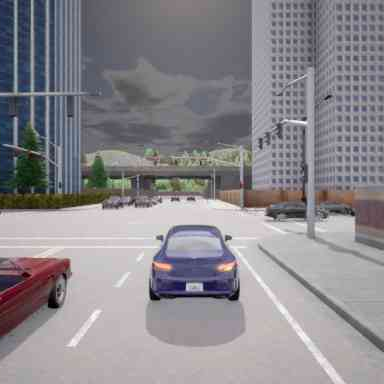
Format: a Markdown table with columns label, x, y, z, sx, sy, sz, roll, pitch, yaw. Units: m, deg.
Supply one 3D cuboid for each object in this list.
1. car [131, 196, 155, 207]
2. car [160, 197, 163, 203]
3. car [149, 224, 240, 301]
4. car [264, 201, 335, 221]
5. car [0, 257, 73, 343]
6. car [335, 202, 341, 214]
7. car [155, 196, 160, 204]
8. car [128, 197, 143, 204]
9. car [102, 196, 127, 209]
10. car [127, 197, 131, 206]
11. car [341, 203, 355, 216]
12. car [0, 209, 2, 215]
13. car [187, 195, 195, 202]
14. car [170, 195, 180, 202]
| label | x | y | z | sx | sy | sz | roll | pitch | yaw |
| --- | --- | --- | --- | --- | --- | --- | --- | --- | --- |
| car | -7.243 | 1.352 | 49.791 | 2.097 | 1.767 | 4.553 | 0 | 0 | 0 |
| car | -7.204 | 1.564 | 68.821 | 1.994 | 1.385 | 4.181 | 0 | 0 | 0 |
| car | 0.054 | 1.526 | 8.210 | 1.812 | 1.442 | 4.674 | 0 | 0 | 0 |
| car | 8.219 | 1.505 | 26.224 | 4.892 | 1.490 | 1.837 | 0 | 0 | -1 |
| car | -3.454 | 1.601 | 4.939 | 1.895 | 1.301 | 4.718 | 0 | 0 | 0 |
| car | 13.531 | 1.564 | 33.437 | 4.181 | 1.385 | 1.994 | 0 | 0 | 0 |
| car | -7.252 | 1.601 | 58.774 | 1.895 | 1.301 | 4.718 | 0 | 0 | 0 |
| car | -10.738 | 1.601 | 63.483 | 1.895 | 1.301 | 4.718 | 0 | 0 | 0 |
| car | -10.733 | 1.352 | 45.300 | 2.097 | 1.767 | 4.553 | 0 | 0 | 0 |
| car | -10.751 | 1.491 | 54.260 | 2.128 | 1.511 | 4.902 | 0 | 0 | 0 |
| car | 16.200 | 1.564 | 29.932 | 4.181 | 1.385 | 1.994 | 0 | 0 | 0 |
| car | -18.104 | 1.221 | 26.058 | 5.566 | 2.045 | 2.150 | 0 | 0 | -4 |
| car | -0.222 | 1.477 | 74.486 | 1.837 | 1.490 | 4.892 | 0 | 0 | 0 |
| car | -3.722 | 1.501 | 74.476 | 1.812 | 1.442 | 4.674 | 0 | 0 | 0 |
